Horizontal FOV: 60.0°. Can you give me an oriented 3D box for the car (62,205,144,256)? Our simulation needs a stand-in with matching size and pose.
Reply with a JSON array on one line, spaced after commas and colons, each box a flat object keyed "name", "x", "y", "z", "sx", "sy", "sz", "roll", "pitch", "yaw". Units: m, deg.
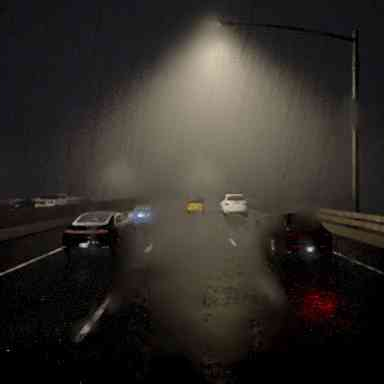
[{"name": "car", "x": -3.441, "y": 1.496, "z": 13.072, "sx": 2.128, "sy": 1.511, "sz": 4.902, "roll": 0, "pitch": 0, "yaw": 0}]

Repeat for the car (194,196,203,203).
[{"name": "car", "x": 1.434, "y": 1.618, "z": 74.146, "sx": 2.033, "sy": 1.411, "sz": 5.357, "roll": 0, "pitch": 0, "yaw": 2}]

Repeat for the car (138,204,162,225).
[{"name": "car", "x": -3.313, "y": 1.558, "z": 24.040, "sx": 2.033, "sy": 1.411, "sz": 5.357, "roll": 0, "pitch": 0, "yaw": 1}]

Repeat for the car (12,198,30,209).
[{"name": "car", "x": -20.520, "y": 1.511, "z": 41.629, "sx": 2.128, "sy": 1.511, "sz": 4.902, "roll": 0, "pitch": 0, "yaw": 2}]

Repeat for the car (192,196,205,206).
[{"name": "car", "x": 1.057, "y": 1.540, "z": 57.006, "sx": 2.128, "sy": 1.511, "sz": 4.902, "roll": 0, "pitch": 0, "yaw": 2}]

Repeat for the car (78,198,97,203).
[{"name": "car", "x": -13.483, "y": 1.547, "z": 42.706, "sx": 1.812, "sy": 1.442, "sz": 4.674, "roll": 0, "pitch": 0, "yaw": 2}]

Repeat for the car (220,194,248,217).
[{"name": "car", "x": 3.925, "y": 1.239, "z": 31.650, "sx": 2.150, "sy": 2.045, "sz": 5.566, "roll": 0, "pitch": 0, "yaw": 1}]

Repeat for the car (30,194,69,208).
[{"name": "car", "x": -17.046, "y": 1.242, "z": 40.779, "sx": 2.150, "sy": 2.045, "sz": 5.566, "roll": 0, "pitch": 0, "yaw": 2}]

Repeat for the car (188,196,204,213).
[{"name": "car", "x": 0.477, "y": 1.478, "z": 37.332, "sx": 1.801, "sy": 1.575, "sz": 5.366, "roll": 0, "pitch": 0, "yaw": 1}]

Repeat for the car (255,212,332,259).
[{"name": "car", "x": 3.666, "y": 1.509, "z": 12.685, "sx": 1.837, "sy": 1.490, "sz": 4.892, "roll": 0, "pitch": 0, "yaw": 0}]
